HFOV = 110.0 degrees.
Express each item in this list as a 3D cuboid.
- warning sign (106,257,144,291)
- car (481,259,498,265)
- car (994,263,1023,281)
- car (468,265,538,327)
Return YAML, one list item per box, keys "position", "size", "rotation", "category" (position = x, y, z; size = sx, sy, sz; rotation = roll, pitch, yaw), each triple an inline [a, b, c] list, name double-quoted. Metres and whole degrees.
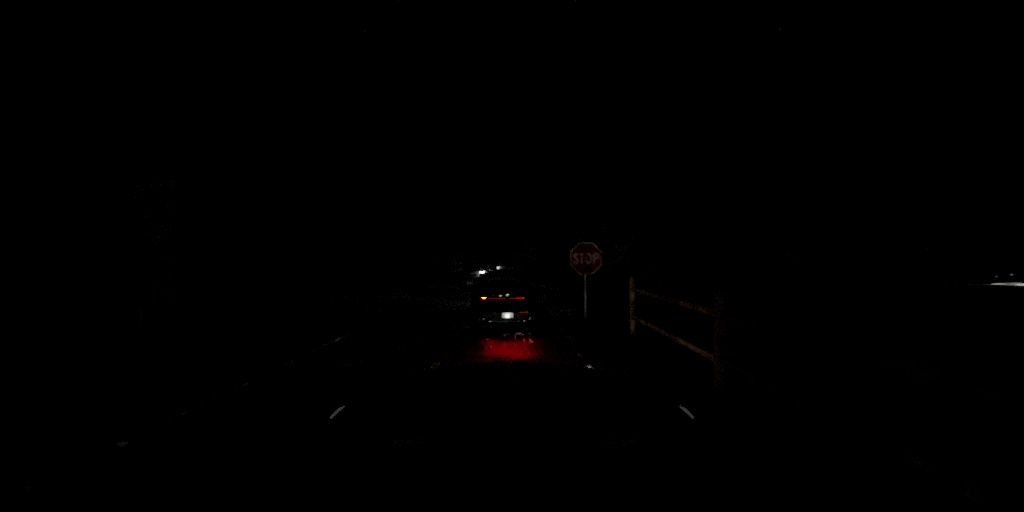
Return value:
- position: [-25.791, 1.163, 23.812]
  size: [1.060, 1.860, 1.300]
  rotation: [0, 0, -1]
  category: "warning sign"
- position: [-2.925, 1.136, 47.307]
  size: [2.128, 1.511, 4.902]
  rotation: [0, 0, -1]
  category: "car"
- position: [32.725, 0.945, 22.075]
  size: [4.181, 1.385, 1.994]
  rotation: [-1, -1, -1]
  category: "car"
- position: [-0.383, 1.229, 11.481]
  size: [1.837, 1.490, 4.892]
  rotation: [0, 1, -6]
  category: "car"
